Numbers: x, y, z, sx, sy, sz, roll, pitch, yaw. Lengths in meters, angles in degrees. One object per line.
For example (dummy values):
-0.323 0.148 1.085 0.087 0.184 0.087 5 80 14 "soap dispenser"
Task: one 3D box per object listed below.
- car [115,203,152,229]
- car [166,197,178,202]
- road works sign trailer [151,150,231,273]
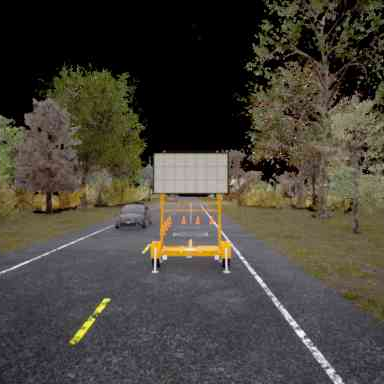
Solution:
-3.686 1.521 21.628 1.837 1.490 4.892 0 0 0 "car"
-3.803 1.672 63.737 1.994 1.385 4.181 0 0 0 "car"
-0.036 0.469 10.672 2.380 3.560 2.880 0 0 0 "road works sign trailer"
